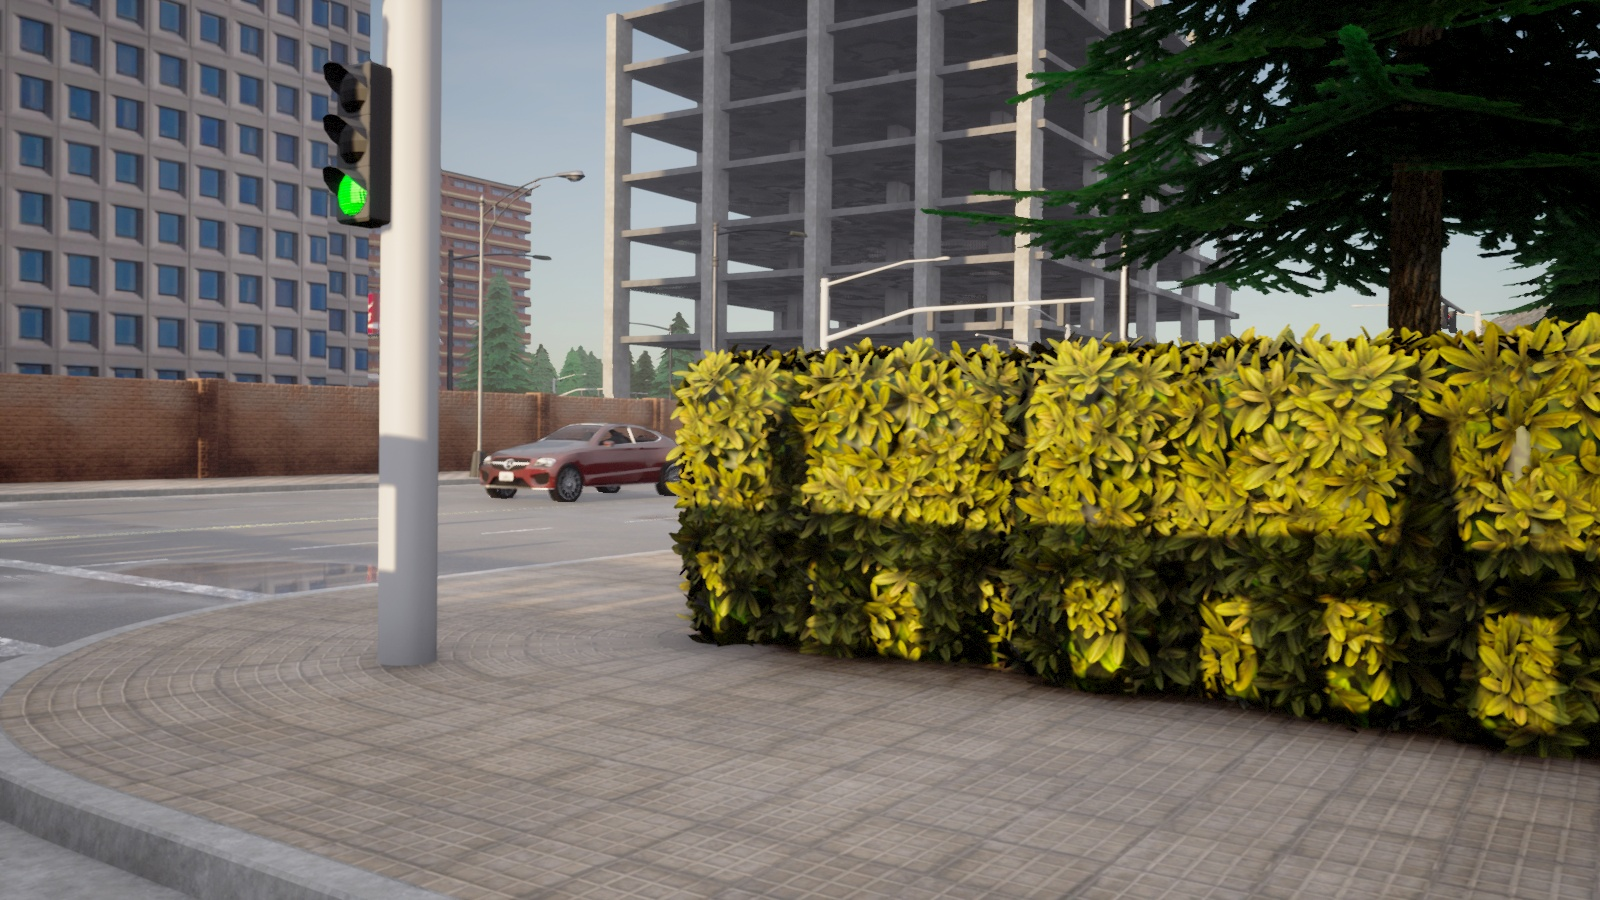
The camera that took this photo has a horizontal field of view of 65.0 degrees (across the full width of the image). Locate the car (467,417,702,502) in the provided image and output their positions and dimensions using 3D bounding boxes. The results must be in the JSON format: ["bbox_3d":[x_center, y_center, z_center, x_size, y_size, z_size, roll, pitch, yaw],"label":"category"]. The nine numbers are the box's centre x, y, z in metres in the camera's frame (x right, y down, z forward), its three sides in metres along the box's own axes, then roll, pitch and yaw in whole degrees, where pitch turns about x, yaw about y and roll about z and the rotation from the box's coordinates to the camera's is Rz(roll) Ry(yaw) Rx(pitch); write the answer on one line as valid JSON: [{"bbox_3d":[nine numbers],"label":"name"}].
[{"bbox_3d":[-4.517,0.141,27.196,2.152,1.651,5.027,0,1,33],"label":"car"}]
